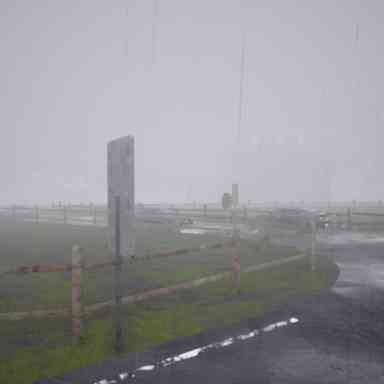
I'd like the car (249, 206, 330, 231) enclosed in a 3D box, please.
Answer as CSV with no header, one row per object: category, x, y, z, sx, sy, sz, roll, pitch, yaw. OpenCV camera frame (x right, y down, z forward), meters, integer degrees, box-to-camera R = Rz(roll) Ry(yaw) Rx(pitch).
car,5.743,1.614,20.150,4.892,1.490,1.837,-1,1,45

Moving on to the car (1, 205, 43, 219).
car,-17.118,1.996,33.469,4.718,1.301,1.895,-1,0,33

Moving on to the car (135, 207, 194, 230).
car,-1.944,1.760,22.834,4.181,1.385,1.994,-1,0,37
